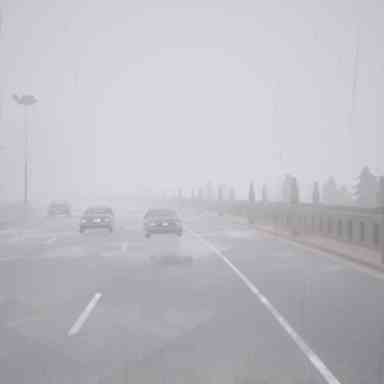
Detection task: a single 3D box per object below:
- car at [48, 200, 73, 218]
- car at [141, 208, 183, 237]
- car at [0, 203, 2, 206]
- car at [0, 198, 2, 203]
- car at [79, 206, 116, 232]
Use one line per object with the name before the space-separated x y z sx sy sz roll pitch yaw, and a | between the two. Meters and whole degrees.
car | -12.378 1.530 31.331 2.128 1.511 4.902 0 0 -18
car | -1.685 1.550 17.995 2.033 1.411 5.357 0 0 -10
car | -7.625 1.378 9.640 2.097 1.767 4.553 0 0 -5
car | -33.334 1.463 55.952 2.097 1.767 4.553 0 0 -36
car | -5.665 1.564 20.185 2.033 1.411 5.357 0 0 -12
